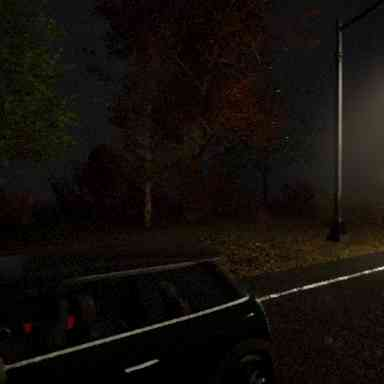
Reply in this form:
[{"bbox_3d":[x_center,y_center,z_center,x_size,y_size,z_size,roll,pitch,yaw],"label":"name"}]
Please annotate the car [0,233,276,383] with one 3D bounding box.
[{"bbox_3d":[-1.386,1.349,2.971,4.553,1.767,2.097,0,0,-35],"label":"car"}]
